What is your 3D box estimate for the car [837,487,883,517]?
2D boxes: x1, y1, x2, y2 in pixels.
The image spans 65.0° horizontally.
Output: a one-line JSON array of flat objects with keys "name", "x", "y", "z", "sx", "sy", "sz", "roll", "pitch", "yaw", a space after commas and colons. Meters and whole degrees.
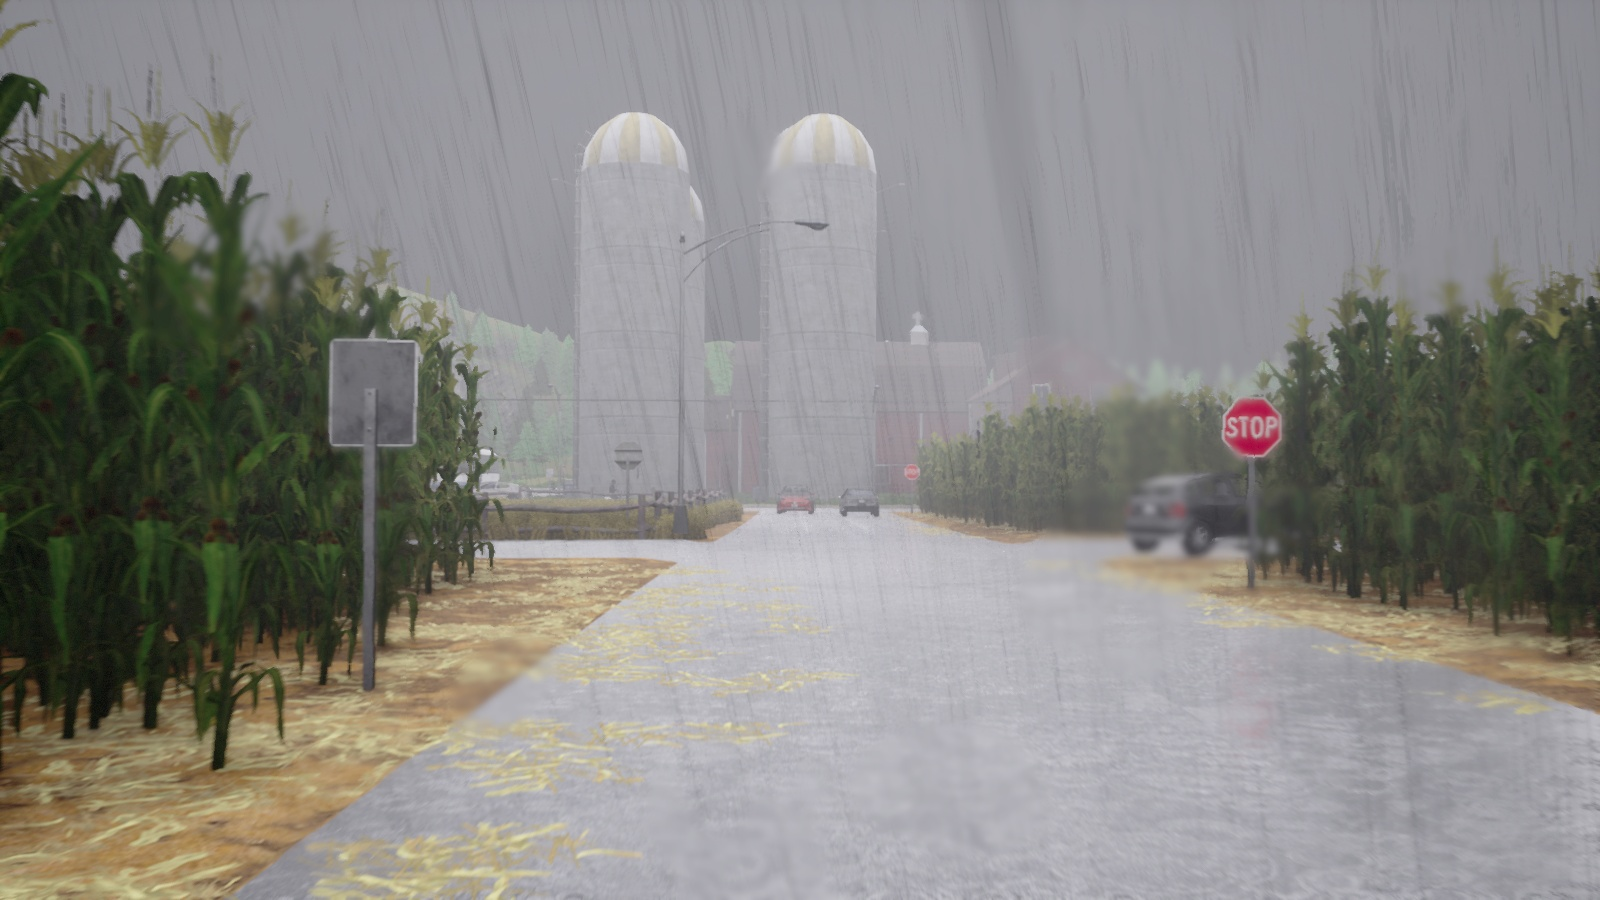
[{"name": "car", "x": 2.950, "y": 2.538, "z": 62.483, "sx": 2.033, "sy": 1.411, "sz": 5.357, "roll": 0, "pitch": -1, "yaw": 0}]

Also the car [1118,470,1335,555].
[{"name": "car", "x": 8.231, "y": 1.178, "z": 24.290, "sx": 3.705, "sy": 1.549, "sz": 1.789, "roll": 1, "pitch": -2, "yaw": -23}]

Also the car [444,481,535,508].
[{"name": "car", "x": -19.115, "y": 2.748, "z": 77.474, "sx": 5.027, "sy": 1.651, "sz": 2.152, "roll": 0, "pitch": -1, "yaw": 0}]

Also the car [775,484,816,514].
[{"name": "car", "x": -0.179, "y": 2.542, "z": 66.027, "sx": 2.007, "sy": 1.525, "sz": 4.514, "roll": 0, "pitch": -1, "yaw": 2}]
